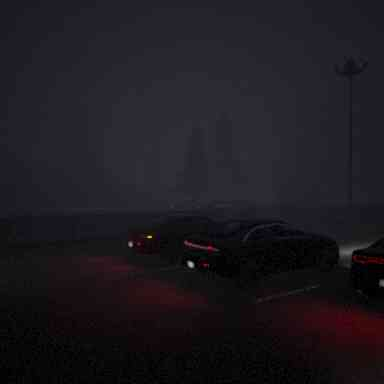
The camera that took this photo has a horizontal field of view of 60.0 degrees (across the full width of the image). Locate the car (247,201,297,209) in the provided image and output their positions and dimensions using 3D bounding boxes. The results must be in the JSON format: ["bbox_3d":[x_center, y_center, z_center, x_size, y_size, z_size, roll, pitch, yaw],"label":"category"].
[{"bbox_3d":[7.452,1.564,28.460,4.718,1.301,1.895,0,0,-26],"label":"car"}]

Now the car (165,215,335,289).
[{"bbox_3d":[2.004,1.479,9.103,4.902,1.511,2.128,0,0,-33],"label":"car"}]

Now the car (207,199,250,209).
[{"bbox_3d":[4.279,1.432,30.741,5.008,1.535,1.882,0,0,-27],"label":"car"}]

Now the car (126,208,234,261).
[{"bbox_3d":[-0.042,1.505,11.946,4.674,1.442,1.812,0,0,-33],"label":"car"}]

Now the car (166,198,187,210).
[{"bbox_3d":[-0.438,1.416,36.157,5.008,1.535,1.882,0,0,-28],"label":"car"}]

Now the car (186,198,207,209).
[{"bbox_3d":[2.182,1.472,33.594,4.674,1.442,1.812,0,0,-27],"label":"car"}]

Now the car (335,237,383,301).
[{"bbox_3d":[5.543,1.473,7.183,5.008,1.535,1.882,0,0,-32],"label":"car"}]
